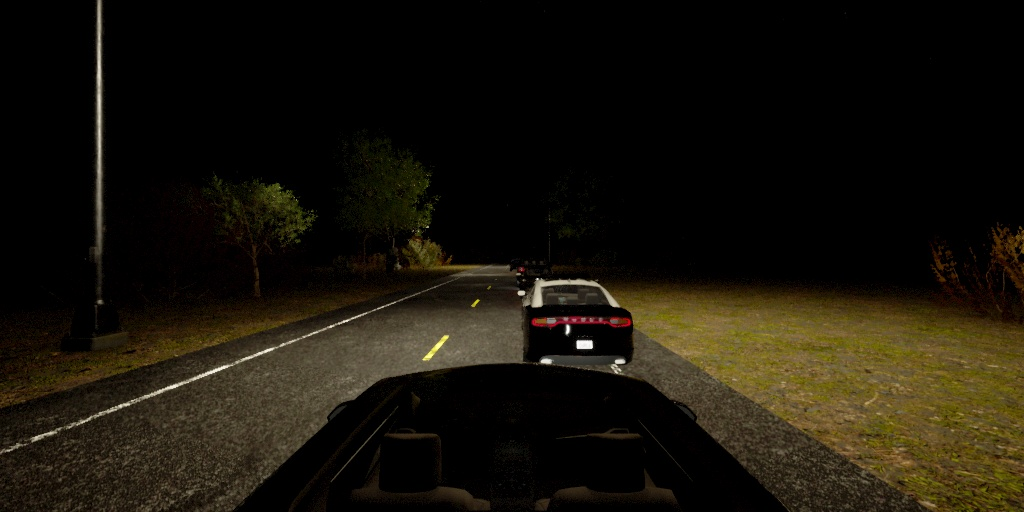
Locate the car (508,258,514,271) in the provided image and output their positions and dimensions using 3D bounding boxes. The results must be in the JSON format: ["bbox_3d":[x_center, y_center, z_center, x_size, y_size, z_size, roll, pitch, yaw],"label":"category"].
[{"bbox_3d":[0.700,1.233,46.572,1.812,1.442,4.674,0,0,1],"label":"car"}]

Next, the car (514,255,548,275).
[{"bbox_3d":[1.389,0.964,24.069,2.150,2.045,5.566,0,0,1],"label":"car"}]

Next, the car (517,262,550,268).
[{"bbox_3d":[1.305,1.250,18.039,1.837,1.490,4.892,0,0,1],"label":"car"}]

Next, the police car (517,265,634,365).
[{"bbox_3d":[1.164,1.174,8.151,1.930,1.638,5.238,0,0,1],"label":"police car"}]
